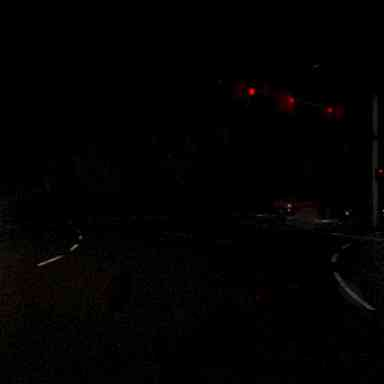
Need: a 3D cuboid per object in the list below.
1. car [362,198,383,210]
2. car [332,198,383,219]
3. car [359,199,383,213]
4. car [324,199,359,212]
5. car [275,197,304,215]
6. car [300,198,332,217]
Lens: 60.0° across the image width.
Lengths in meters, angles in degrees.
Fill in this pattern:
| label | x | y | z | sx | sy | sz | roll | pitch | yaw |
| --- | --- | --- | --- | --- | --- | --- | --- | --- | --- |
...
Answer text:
| label | x | y | z | sx | sy | sz | roll | pitch | yaw |
| --- | --- | --- | --- | --- | --- | --- | --- | --- | --- |
| car | 24.818 | 1.522 | 44.389 | 4.674 | 1.442 | 1.812 | 0 | 0 | -35 |
| car | 14.662 | 1.489 | 28.584 | 4.902 | 1.511 | 2.128 | 0 | 0 | -36 |
| car | 21.285 | 1.544 | 37.605 | 5.357 | 1.411 | 2.033 | 0 | 0 | -35 |
| car | 17.685 | 1.561 | 39.337 | 4.181 | 1.385 | 1.994 | 0 | 0 | -36 |
| car | 10.657 | 1.350 | 34.326 | 4.553 | 1.767 | 2.097 | 0 | 0 | -35 |
| car | 13.064 | 1.545 | 31.787 | 5.357 | 1.411 | 2.033 | 0 | 0 | -35 |
